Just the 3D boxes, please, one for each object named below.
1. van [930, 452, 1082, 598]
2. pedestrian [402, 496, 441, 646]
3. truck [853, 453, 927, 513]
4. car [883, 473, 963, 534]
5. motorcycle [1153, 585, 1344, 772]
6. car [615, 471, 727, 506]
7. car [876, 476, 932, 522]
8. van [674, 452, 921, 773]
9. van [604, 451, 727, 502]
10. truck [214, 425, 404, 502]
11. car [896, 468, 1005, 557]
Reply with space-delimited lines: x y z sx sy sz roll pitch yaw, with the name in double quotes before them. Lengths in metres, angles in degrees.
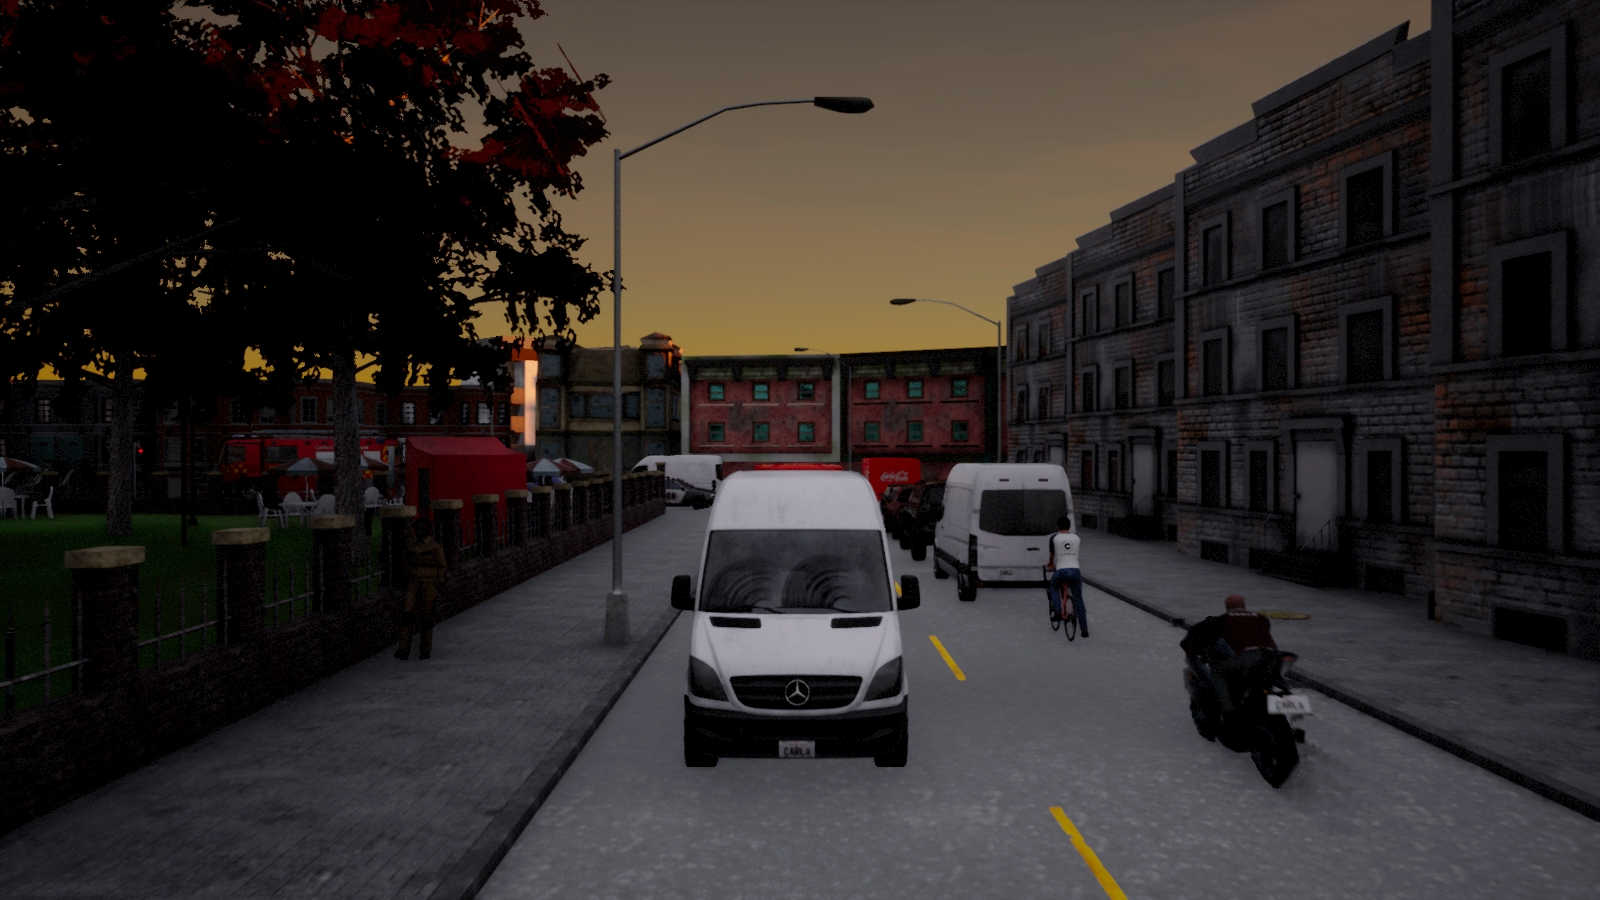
"van" 3.951 1.315 23.020 1.988 2.561 5.915 0 0 0
"pedestrian" -4.813 1.526 14.534 0.375 1.860 0.375 0 0 0
"truck" 3.805 1.351 49.405 2.627 2.467 5.204 0 0 -2
"car" 3.933 1.687 37.238 2.097 1.767 4.553 0 0 0
"motorcycle" 3.977 1.985 10.370 0.867 1.251 2.209 0 0 0
"car" -6.076 1.819 54.151 4.974 1.542 2.038 0 0 7
"car" 3.879 1.807 43.036 1.789 1.549 3.705 0 0 0
"van" -0.035 1.315 12.147 1.988 2.561 5.915 0 0 0
"van" -6.854 1.317 58.369 5.915 2.561 1.988 0 0 10
"truck" -25.003 0.672 58.477 8.468 3.827 2.891 0 0 -1
"car" 3.888 1.560 30.443 2.150 2.045 5.566 0 0 0
